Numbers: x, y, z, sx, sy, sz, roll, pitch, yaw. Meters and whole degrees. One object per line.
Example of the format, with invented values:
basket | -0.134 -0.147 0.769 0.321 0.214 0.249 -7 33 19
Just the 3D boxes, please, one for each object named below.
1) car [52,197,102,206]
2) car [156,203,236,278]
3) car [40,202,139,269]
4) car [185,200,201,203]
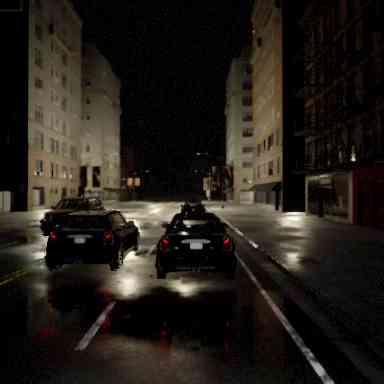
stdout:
car | -6.602 1.311 19.178 2.150 2.045 5.566 0 0 0
car | 0.101 1.399 10.473 2.097 1.767 4.553 0 0 0
car | -3.150 1.404 11.457 2.097 1.767 4.553 0 0 0
car | 0.096 1.485 28.412 2.097 1.767 4.553 0 0 0
